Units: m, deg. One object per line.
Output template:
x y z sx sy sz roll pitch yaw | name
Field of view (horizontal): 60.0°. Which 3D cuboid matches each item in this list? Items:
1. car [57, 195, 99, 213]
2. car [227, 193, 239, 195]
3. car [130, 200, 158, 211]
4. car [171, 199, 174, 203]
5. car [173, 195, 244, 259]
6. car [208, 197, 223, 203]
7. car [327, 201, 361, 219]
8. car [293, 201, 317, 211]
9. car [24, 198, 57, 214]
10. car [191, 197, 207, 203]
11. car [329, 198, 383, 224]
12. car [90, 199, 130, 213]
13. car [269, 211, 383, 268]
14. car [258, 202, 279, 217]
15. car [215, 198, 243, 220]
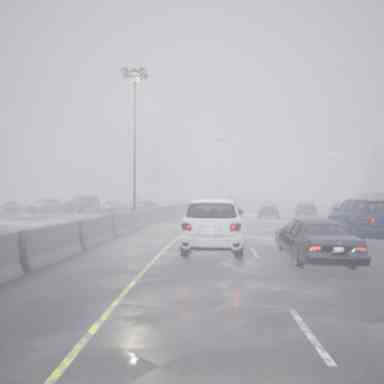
-12.782 1.340 38.822 2.150 2.045 5.566 0 0 14 | car
9.281 1.229 77.159 2.150 2.045 5.566 0 0 27 | car
-5.541 1.685 39.098 2.033 1.411 5.357 0 0 14 | car
-3.062 1.797 76.087 1.812 1.442 4.674 0 0 25 | car
0.837 1.274 13.024 2.150 2.045 5.566 0 0 6 | car
5.531 1.772 77.551 1.895 1.301 4.718 0 0 27 | car
14.637 1.652 32.289 2.128 1.511 4.902 0 0 13 | car
11.270 1.634 33.260 1.882 1.535 5.008 0 0 13 | car
-16.644 1.456 37.538 2.097 1.767 4.553 0 0 13 | car
1.588 1.837 77.579 1.895 1.301 4.718 0 0 27 | car
8.121 1.302 15.591 2.150 2.045 5.566 0 0 6 | car
-9.331 1.726 38.246 1.895 1.301 4.718 0 0 14 | car
4.172 1.602 11.453 2.033 1.411 5.357 0 0 5 | car
7.411 1.668 32.166 1.812 1.442 4.674 0 0 12 | car
3.431 1.477 30.209 2.097 1.767 4.553 0 0 12 | car
